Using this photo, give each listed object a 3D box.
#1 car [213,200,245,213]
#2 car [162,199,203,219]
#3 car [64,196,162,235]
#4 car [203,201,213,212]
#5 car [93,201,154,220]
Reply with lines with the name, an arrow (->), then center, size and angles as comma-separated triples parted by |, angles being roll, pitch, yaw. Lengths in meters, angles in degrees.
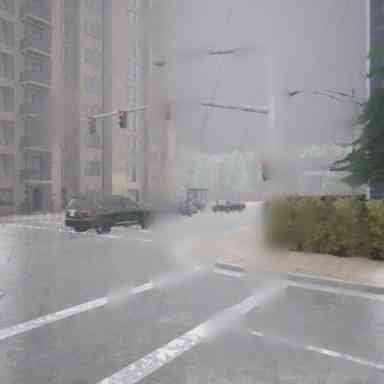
car -> 4.076, 1.601, 37.132 | 1.895, 1.301, 4.718 | 0, 0, 36
car -> -1.579, 1.547, 29.389 | 2.033, 1.411, 5.357 | 0, 0, 36
car -> -4.506, 1.221, 19.084 | 2.150, 2.045, 5.566 | 0, 0, 36
car -> -0.223, 1.491, 37.181 | 2.128, 1.511, 4.902 | 0, 0, 36
car -> -5.915, 1.547, 29.383 | 2.033, 1.411, 5.357 | 0, 0, 36
